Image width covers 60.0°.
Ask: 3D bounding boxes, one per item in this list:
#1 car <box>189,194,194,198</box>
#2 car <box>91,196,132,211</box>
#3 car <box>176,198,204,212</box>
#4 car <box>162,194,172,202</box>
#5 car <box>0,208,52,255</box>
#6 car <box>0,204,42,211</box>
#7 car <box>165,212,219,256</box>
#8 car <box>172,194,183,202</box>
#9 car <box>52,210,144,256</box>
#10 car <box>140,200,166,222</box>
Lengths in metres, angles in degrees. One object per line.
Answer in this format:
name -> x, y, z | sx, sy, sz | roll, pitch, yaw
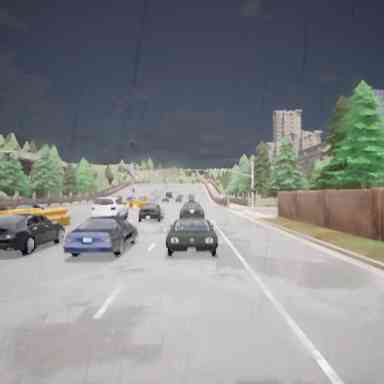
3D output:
car -> -0.089, 1.960, 90.002 | 2.033, 1.411, 5.357 | 0, 3, 0
car -> -6.999, 1.483, 28.676 | 2.150, 2.045, 5.566 | 0, 0, 0
car -> 0.003, 1.617, 28.737 | 2.097, 1.767, 4.553 | 0, -1, 0
car -> -7.089, 2.013, 89.996 | 1.895, 1.301, 4.718 | 0, 3, 0
car -> -6.995, 1.638, 13.950 | 1.837, 1.490, 4.892 | 0, 0, 0
car -> -14.005, 1.789, 28.247 | 1.812, 1.442, 4.674 | 0, -1, 0
car -> 0.002, 1.729, 13.759 | 1.895, 1.301, 4.718 | 0, 0, 0
car -> -3.589, 1.945, 89.982 | 2.128, 1.511, 4.902 | 0, 3, 0
car -> -3.499, 1.675, 13.642 | 2.033, 1.411, 5.357 | 0, 0, 0
car -> -3.494, 1.776, 28.966 | 1.837, 1.490, 4.892 | 0, 0, 0
